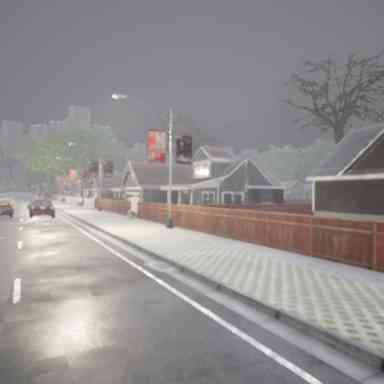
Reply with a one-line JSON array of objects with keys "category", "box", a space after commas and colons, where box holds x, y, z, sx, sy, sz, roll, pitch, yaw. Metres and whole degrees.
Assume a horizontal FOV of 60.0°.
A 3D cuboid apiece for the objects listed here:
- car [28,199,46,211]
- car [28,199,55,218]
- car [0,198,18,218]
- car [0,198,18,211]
[{"category": "car", "box": [-19.979, 1.651, 42.873, 1.994, 1.385, 4.181, 1, 0, -26]}, {"category": "car", "box": [-13.988, 1.425, 30.978, 2.097, 1.767, 4.553, 1, 0, -27]}, {"category": "car", "box": [-17.100, 1.533, 29.994, 2.128, 1.511, 4.902, 1, 0, -26]}, {"category": "car", "box": [-23.100, 1.533, 41.852, 1.882, 1.535, 5.008, 1, 0, -26]}]
